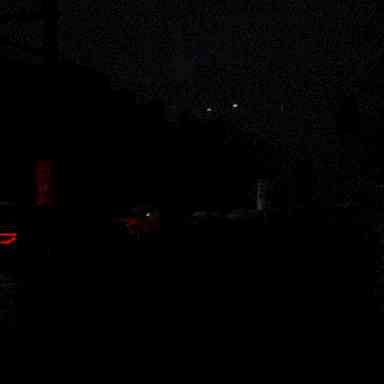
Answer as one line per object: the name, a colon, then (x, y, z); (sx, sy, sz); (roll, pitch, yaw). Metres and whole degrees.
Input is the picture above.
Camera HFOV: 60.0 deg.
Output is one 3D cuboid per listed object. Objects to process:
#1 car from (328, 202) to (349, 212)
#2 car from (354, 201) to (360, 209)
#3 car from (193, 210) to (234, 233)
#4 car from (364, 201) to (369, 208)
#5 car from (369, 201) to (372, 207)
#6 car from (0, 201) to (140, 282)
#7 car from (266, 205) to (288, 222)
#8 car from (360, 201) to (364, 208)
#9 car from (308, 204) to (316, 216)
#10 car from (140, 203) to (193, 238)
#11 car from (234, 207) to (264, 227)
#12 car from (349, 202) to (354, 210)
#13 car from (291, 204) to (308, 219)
car: (22.624, 2.327, 52.136); (2.008, 1.369, 4.403); (-1, -1, 35)
car: (28.886, 2.493, 60.941); (1.947, 1.339, 4.313); (-1, -1, 35)
car: (0.706, 1.823, 21.317); (1.802, 1.307, 4.206); (-1, -1, 35)
car: (35.148, 2.644, 69.746); (1.947, 1.339, 4.313); (-1, -1, 35)
car: (41.410, 2.797, 78.551); (1.947, 1.339, 4.313); (-1, -1, 35)
car: (-4.149, 1.307, 10.371); (2.150, 2.045, 5.566); (-1, -1, 24)
car: (6.969, 1.961, 30.123); (1.947, 1.339, 4.313); (-1, -1, 35)
car: (32.017, 2.584, 65.344); (1.802, 1.307, 4.206); (-1, -1, 35)
car: (13.231, 2.099, 38.928); (2.008, 1.369, 4.403); (-1, -1, 35)
car: (-2.425, 1.479, 16.919); (2.192, 1.841, 5.009); (-1, -1, 35)
car: (3.739, 1.841, 25.582); (1.752, 1.417, 4.829); (-1, -1, 35)
car: (25.657, 2.374, 56.401); (1.752, 1.417, 4.829); (-1, -1, 35)
car: (10.099, 2.037, 34.525); (1.947, 1.339, 4.313); (-1, -1, 35)
